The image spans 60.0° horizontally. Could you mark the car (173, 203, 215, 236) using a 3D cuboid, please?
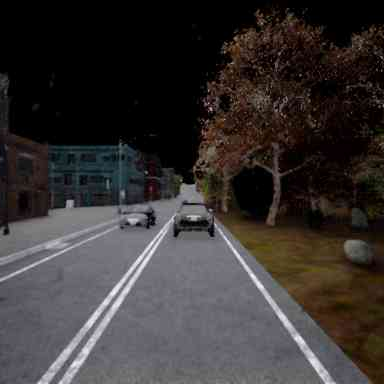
[{"bbox_3d":[0.098,1.366,18.680,2.097,1.767,4.553,0,0,0],"label":"car"}]

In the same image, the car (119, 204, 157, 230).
[{"bbox_3d":[-3.345,1.519,21.285,2.128,1.511,4.902,0,0,0],"label":"car"}]
